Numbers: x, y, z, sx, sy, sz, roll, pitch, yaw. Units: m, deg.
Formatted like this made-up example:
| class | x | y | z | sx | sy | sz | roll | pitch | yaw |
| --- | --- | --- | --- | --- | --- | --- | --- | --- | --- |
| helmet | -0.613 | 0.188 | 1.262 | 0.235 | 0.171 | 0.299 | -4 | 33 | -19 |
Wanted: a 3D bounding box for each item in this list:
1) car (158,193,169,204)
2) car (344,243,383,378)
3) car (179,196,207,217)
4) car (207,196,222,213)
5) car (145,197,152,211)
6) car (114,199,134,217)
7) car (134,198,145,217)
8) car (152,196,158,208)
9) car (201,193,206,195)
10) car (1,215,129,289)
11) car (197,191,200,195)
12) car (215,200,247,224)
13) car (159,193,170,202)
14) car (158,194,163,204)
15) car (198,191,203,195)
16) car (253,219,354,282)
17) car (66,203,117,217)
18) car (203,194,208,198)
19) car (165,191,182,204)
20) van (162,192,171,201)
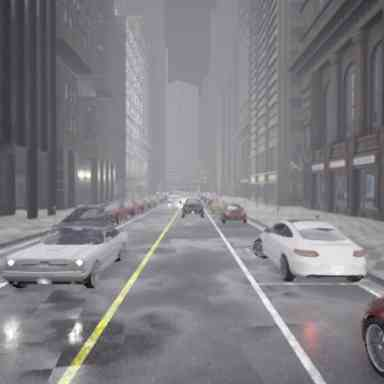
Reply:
| class | x | y | z | sx | sy | sz | roll | pitch | yaw |
| --- | --- | --- | --- | --- | --- | --- | --- | --- | --- |
| car | -5.661 | 1.275 | 57.450 | 2.008 | 1.369 | 4.403 | -1 | 0 | 0 |
| car | 3.150 | 1.514 | 2.498 | 1.812 | 1.442 | 4.674 | 0 | 0 | 0 |
| car | 0.088 | 1.375 | 29.390 | 1.837 | 1.490 | 4.892 | 0 | 1 | 0 |
| car | 2.858 | 1.367 | 35.125 | 1.752 | 1.417 | 4.829 | -1 | 0 | 0 |
| car | -5.667 | 1.387 | 34.952 | 1.887 | 1.381 | 4.507 | -1 | 0 | 0 |
| car | -5.670 | 1.440 | 23.703 | 1.887 | 1.381 | 4.507 | -1 | 0 | 0 |
| car | -5.669 | 1.414 | 29.327 | 1.887 | 1.381 | 4.507 | -1 | 0 | 0 |
| car | -5.666 | 1.358 | 40.576 | 1.887 | 1.381 | 4.507 | -1 | 0 | 0 |
| car | 2.864 | 1.269 | 57.452 | 1.887 | 1.381 | 4.507 | -1 | 0 | 0 |
| car | -3.098 | 1.561 | 9.167 | 1.895 | 1.301 | 4.718 | 0 | 0 | 0 |
| car | 2.869 | 1.034 | 79.950 | 1.967 | 1.590 | 4.097 | -1 | 0 | 0 |
| car | 2.856 | 1.478 | 23.706 | 1.802 | 1.307 | 4.206 | -1 | 0 | 0 |
| car | -5.660 | 1.101 | 68.699 | 1.967 | 1.590 | 4.097 | -1 | 0 | 0 |
| car | -5.664 | 1.335 | 46.201 | 2.008 | 1.369 | 4.403 | -1 | 0 | 0 |
| car | 2.869 | 1.172 | 74.326 | 1.887 | 1.381 | 4.507 | -1 | 0 | 0 |
| car | 3.151 | 1.485 | 9.498 | 1.812 | 1.442 | 4.674 | 0 | 0 | 0 |
| car | -5.671 | 1.487 | 18.077 | 1.947 | 1.339 | 4.313 | -1 | 0 | 0 |
| car | 2.861 | 1.335 | 46.204 | 2.008 | 1.369 | 4.403 | -1 | 0 | 0 |
| car | -2.987 | 0.932 | 58.202 | 2.150 | 2.045 | 5.566 | 0 | 0 | 0 |
| van | -5.659 | 0.968 | 74.323 | 1.690 | 1.788 | 3.998 | -1 | 0 | 0 |
